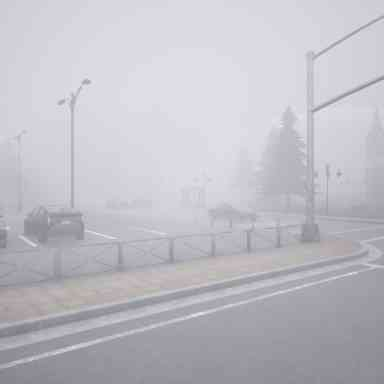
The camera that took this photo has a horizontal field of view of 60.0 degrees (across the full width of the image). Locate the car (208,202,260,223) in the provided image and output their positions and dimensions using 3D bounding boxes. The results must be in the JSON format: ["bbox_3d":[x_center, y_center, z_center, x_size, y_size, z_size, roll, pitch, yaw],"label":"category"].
[{"bbox_3d":[3.180,1.527,26.119,1.812,1.442,4.674,0,1,-37],"label":"car"}]

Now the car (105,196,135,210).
[{"bbox_3d":[-9.736,1.351,43.674,2.097,1.767,4.553,0,0,-36],"label":"car"}]

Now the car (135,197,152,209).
[{"bbox_3d":[-7.412,1.505,46.659,1.837,1.490,4.892,0,0,-36],"label":"car"}]

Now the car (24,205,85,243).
[{"bbox_3d":[-6.387,1.340,15.298,2.007,1.523,4.514,0,0,-36],"label":"car"}]

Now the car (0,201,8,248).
[{"bbox_3d":[-8.898,1.331,13.418,2.152,1.636,5.027,0,0,-36],"label":"car"}]
